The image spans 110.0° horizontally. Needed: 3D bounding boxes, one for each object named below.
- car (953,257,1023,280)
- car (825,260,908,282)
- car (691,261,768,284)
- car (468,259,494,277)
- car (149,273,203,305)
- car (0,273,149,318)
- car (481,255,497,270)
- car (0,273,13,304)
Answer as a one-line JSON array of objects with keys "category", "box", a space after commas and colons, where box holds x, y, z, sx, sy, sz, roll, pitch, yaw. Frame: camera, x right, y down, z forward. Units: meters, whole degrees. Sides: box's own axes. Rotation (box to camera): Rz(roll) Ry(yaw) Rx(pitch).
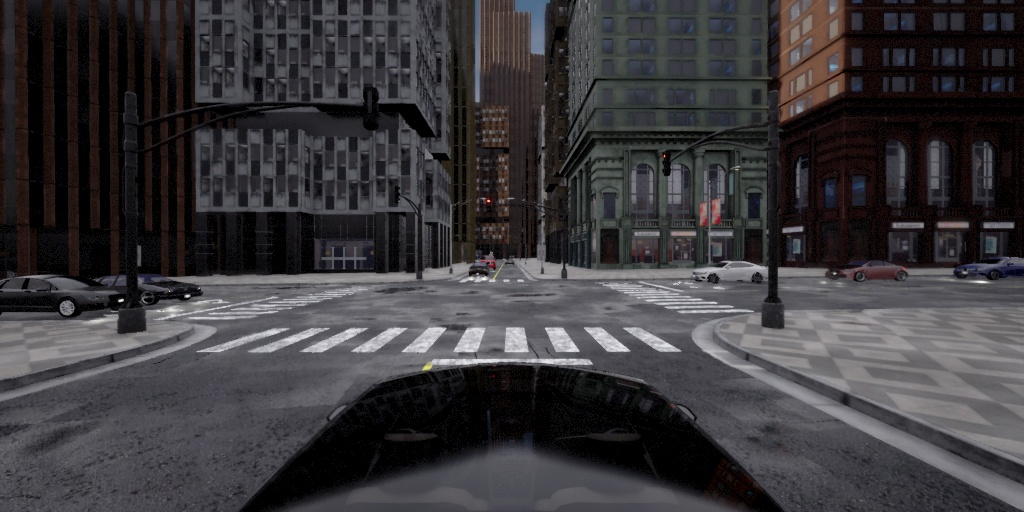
[{"category": "car", "box": [32.382, 0.809, 23.814, 4.674, 1.442, 1.812, -1, 0, -1]}, {"category": "car", "box": [23.422, 0.961, 23.793, 4.181, 1.385, 1.994, -1, 0, 0]}, {"category": "car", "box": [14.368, 1.039, 23.769, 4.674, 1.442, 1.812, -1, 0, -1]}, {"category": "car", "box": [-3.235, 1.278, 36.208, 2.033, 1.411, 5.357, 0, 0, 0]}, {"category": "car", "box": [-17.863, 1.524, 17.039, 5.357, 1.411, 2.033, -1, 0, 5]}, {"category": "car", "box": [-17.420, 1.492, 13.733, 4.892, 1.490, 1.837, -1, 0, 0]}, {"category": "car", "box": [-3.356, 0.931, 50.401, 2.150, 2.045, 5.566, 0, 0, 0]}, {"category": "car", "box": [-27.349, 1.610, 16.958, 4.892, 1.490, 1.837, -1, 0, 0]}]
